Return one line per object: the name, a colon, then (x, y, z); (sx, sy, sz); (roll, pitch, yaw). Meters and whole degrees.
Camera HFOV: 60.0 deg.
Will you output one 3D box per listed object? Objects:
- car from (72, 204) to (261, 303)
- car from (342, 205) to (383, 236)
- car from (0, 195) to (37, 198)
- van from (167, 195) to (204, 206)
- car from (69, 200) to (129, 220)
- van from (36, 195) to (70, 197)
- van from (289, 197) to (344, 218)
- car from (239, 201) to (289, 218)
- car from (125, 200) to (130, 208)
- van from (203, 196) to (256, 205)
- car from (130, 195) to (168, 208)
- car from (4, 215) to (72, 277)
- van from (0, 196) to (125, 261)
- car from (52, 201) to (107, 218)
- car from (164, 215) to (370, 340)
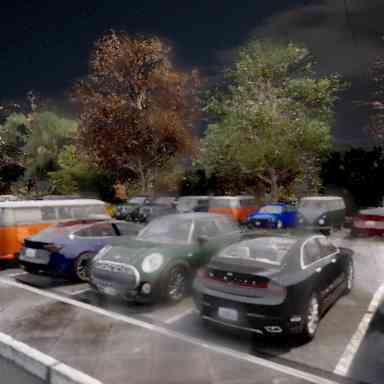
car: (-0.310, 1.363, 8.392); (2.185, 1.767, 4.553); (0, 0, 36)
car: (9.632, 1.509, 17.347); (2.163, 1.488, 4.792); (0, 0, 36)
car: (-19.717, 1.369, 38.427); (2.435, 2.045, 5.566); (0, 0, 36)
van: (0.559, 1.291, 23.706); (1.878, 1.987, 4.442); (0, 0, 36)
car: (-8.365, 1.562, 30.274); (2.097, 1.535, 5.008); (0, 0, 36)
van: (-12.891, 1.360, 33.686); (1.878, 1.987, 4.442); (0, 0, 36)
van: (7.319, 1.259, 18.845); (1.878, 1.987, 4.442); (0, 0, 35)
car: (5.126, 1.494, 20.565); (2.097, 1.535, 5.008); (0, 0, 36)
car: (-3.883, 1.288, 27.017); (2.435, 2.045, 5.566); (0, 0, 36)
van: (2.943, 1.279, 22.275); (1.878, 1.987, 4.442); (0, 0, 36)
car: (-1.636, 1.277, 25.397); (2.435, 2.045, 5.566); (0, 0, 36)
car: (-2.561, 1.527, 10.012); (2.163, 1.488, 4.792); (0, 0, 36)
van: (-4.763, 1.283, 11.707); (1.878, 1.987, 4.442); (0, 0, 36)
car: (-10.709, 1.614, 31.973); (2.002, 1.452, 4.674); (0, 0, 36)
car: (1.923, 1.484, 6.737); (2.231, 1.521, 4.892); (0, 0, 36)
